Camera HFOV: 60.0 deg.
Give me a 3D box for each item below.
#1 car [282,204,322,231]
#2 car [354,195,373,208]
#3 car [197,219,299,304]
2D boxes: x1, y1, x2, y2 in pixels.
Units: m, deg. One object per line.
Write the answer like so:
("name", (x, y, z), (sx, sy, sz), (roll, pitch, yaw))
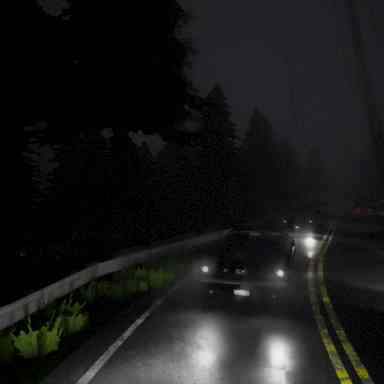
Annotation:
("car", (6.755, 1.458, 20.086), (2.033, 1.411, 5.357), (-2, 0, 26))
("car", (20.757, 1.055, 40.195), (2.128, 1.511, 4.902), (-2, 0, 28))
("car", (1.624, 1.598, 8.432), (1.895, 1.301, 4.718), (-1, 0, 18))
